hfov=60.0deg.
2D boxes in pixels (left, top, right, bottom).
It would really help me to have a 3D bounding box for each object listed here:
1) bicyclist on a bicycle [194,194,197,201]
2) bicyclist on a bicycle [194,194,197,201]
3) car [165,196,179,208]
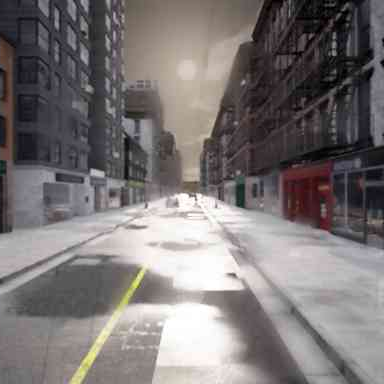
[{"bbox_3d":[0.792,1.206,69.137,0.659,1.776,1.843,0,0,0],"label":"bicyclist on a bicycle"},{"bbox_3d":[0.797,1.255,78.143,0.582,1.620,1.656,0,0,0],"label":"bicyclist on a bicycle"},{"bbox_3d":[-2.805,1.397,47.664,2.128,1.511,4.902,0,0,0],"label":"car"}]
